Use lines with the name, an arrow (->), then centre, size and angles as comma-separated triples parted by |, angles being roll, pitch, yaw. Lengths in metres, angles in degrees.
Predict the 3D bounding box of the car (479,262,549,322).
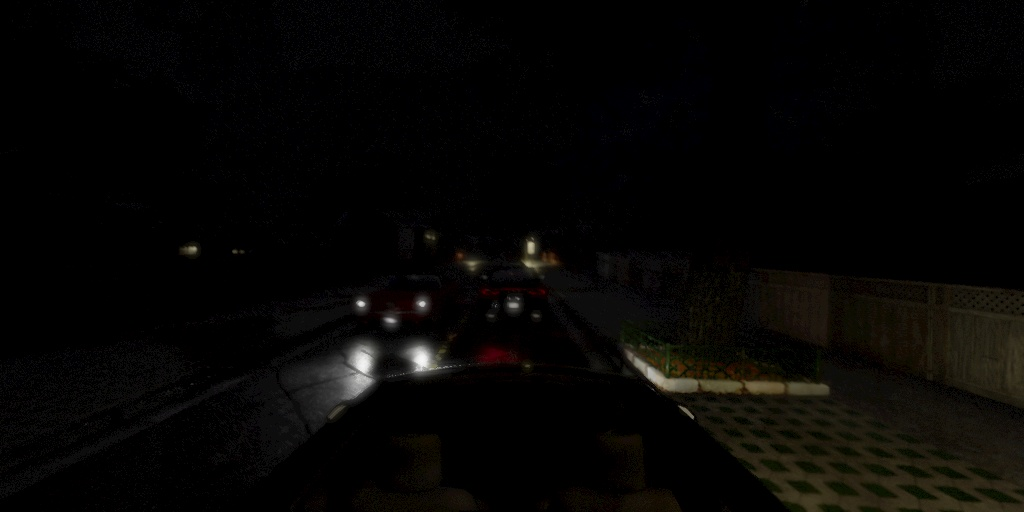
car -> 0.062, 1.049, 11.512 | 1.882, 1.535, 5.008 | 0, 1, 0

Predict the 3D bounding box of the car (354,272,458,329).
car -> -2.854, 1.186, 10.671 | 1.895, 1.301, 4.718 | 0, 1, 0
